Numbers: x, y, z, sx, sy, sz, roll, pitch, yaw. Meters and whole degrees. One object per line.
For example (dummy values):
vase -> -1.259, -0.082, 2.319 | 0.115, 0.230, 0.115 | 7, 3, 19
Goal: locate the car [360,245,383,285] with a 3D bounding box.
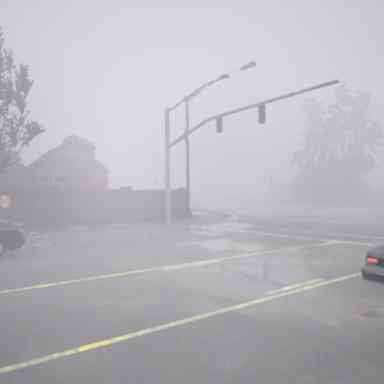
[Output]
car -> 6.311, 1.562, 8.245 | 5.357, 1.411, 2.033 | 0, 0, -36

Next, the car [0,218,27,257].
car -> -8.218, 1.508, 11.014 | 4.892, 1.490, 1.837 | 1, 0, -35
